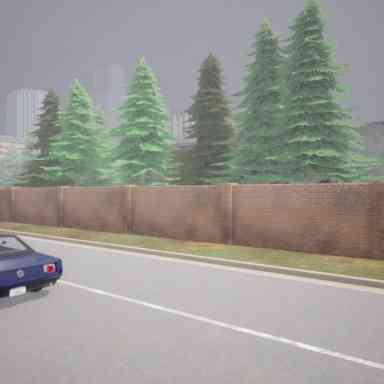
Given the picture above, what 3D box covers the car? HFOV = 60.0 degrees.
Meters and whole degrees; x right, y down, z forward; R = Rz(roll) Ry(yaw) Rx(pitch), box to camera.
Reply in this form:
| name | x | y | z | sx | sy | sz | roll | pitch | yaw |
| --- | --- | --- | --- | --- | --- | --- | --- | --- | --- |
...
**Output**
| name | x | y | z | sx | sy | sz | roll | pitch | yaw |
| --- | --- | --- | --- | --- | --- | --- | --- | --- | --- |
| car | -5.124 | 1.601 | 7.627 | 4.718 | 1.301 | 1.895 | 0 | 0 | 35 |
